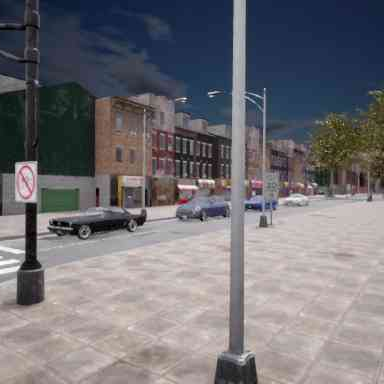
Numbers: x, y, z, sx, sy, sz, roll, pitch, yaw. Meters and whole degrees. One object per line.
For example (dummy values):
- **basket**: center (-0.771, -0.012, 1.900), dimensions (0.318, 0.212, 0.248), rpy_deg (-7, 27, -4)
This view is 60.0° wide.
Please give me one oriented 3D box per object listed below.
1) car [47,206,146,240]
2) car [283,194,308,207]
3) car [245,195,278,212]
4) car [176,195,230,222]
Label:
- **car**: center (-4.487, 1.408, 16.229), dimensions (1.895, 1.301, 4.718), rpy_deg (1, 1, 35)
- **car**: center (12.593, 0.964, 40.107), dimensions (1.812, 1.442, 4.674), rpy_deg (1, 1, 36)
- **car**: center (6.617, 1.036, 31.782), dimensions (1.882, 1.535, 5.008), rpy_deg (1, 1, 35)
- **car**: center (0.829, 1.035, 23.675), dimensions (2.097, 1.767, 4.553), rpy_deg (1, 1, 35)
